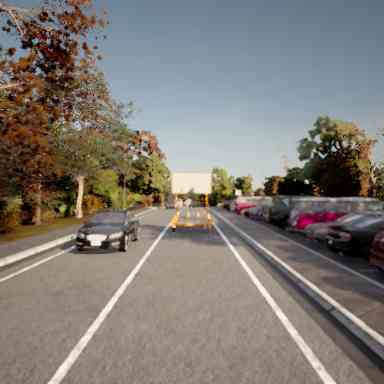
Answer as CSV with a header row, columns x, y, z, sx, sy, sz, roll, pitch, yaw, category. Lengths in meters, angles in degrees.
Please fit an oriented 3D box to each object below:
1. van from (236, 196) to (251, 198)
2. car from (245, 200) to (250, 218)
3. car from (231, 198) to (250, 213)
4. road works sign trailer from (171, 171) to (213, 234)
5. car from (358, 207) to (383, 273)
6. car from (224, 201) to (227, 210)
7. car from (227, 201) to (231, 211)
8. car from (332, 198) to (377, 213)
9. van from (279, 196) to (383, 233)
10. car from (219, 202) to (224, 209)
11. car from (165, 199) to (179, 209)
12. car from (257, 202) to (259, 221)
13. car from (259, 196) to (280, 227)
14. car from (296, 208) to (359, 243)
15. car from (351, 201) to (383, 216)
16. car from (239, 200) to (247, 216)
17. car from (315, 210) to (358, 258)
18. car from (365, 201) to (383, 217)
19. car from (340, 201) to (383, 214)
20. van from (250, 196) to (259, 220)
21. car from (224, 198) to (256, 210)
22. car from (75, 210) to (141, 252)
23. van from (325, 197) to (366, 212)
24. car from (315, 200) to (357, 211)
x,y,z,sx,sy,sz,roll,pitch,yaw,category
7.209,1.551,38.752,4.442,1.987,1.878,0,-1,0,van
7.077,1.645,27.644,4.674,1.452,2.002,0,-1,0,car
7.094,1.733,35.973,5.008,1.535,2.097,0,-1,0,car
-0.020,0.533,19.682,2.380,3.560,2.880,0,0,-1,road works sign trailer
7.012,1.372,8.232,4.553,1.767,2.185,0,0,0,car
7.131,1.892,44.299,4.792,1.488,2.163,0,-1,0,car
7.100,1.860,41.524,4.674,1.452,2.002,0,-1,0,car
20.145,1.690,41.307,4.553,1.767,2.185,0,-1,0,car
6.940,1.267,16.561,4.442,1.987,1.878,0,0,0,van
7.078,1.654,47.080,5.566,2.045,2.435,0,-1,0,car
-3.280,1.946,55.114,2.097,1.767,4.553,0,-1,0,car
7.095,1.548,22.087,4.792,1.488,2.163,0,0,0,car
7.089,1.240,19.337,5.566,2.045,2.435,0,0,0,car
7.055,1.534,13.785,4.674,1.452,2.002,0,0,0,car
20.163,1.729,35.765,5.008,1.535,2.097,0,-1,0,car
7.049,1.677,30.422,4.792,1.488,2.163,0,-1,0,car
7.042,1.496,11.009,5.008,1.535,2.097,0,0,0,car
20.157,1.688,32.995,4.892,1.521,2.231,0,-1,0,car
20.167,1.774,38.660,5.008,1.535,2.097,0,-1,0,car
6.953,1.336,24.873,4.442,1.987,1.878,0,-1,0,van
7.142,1.826,49.849,4.553,1.767,2.185,0,-1,0,car
-3.350,1.524,14.051,2.128,1.511,4.902,0,0,0,car
20.298,1.632,44.078,4.442,1.987,1.878,0,-1,0,van
20.179,1.902,46.845,4.892,1.521,2.231,0,-1,0,car
